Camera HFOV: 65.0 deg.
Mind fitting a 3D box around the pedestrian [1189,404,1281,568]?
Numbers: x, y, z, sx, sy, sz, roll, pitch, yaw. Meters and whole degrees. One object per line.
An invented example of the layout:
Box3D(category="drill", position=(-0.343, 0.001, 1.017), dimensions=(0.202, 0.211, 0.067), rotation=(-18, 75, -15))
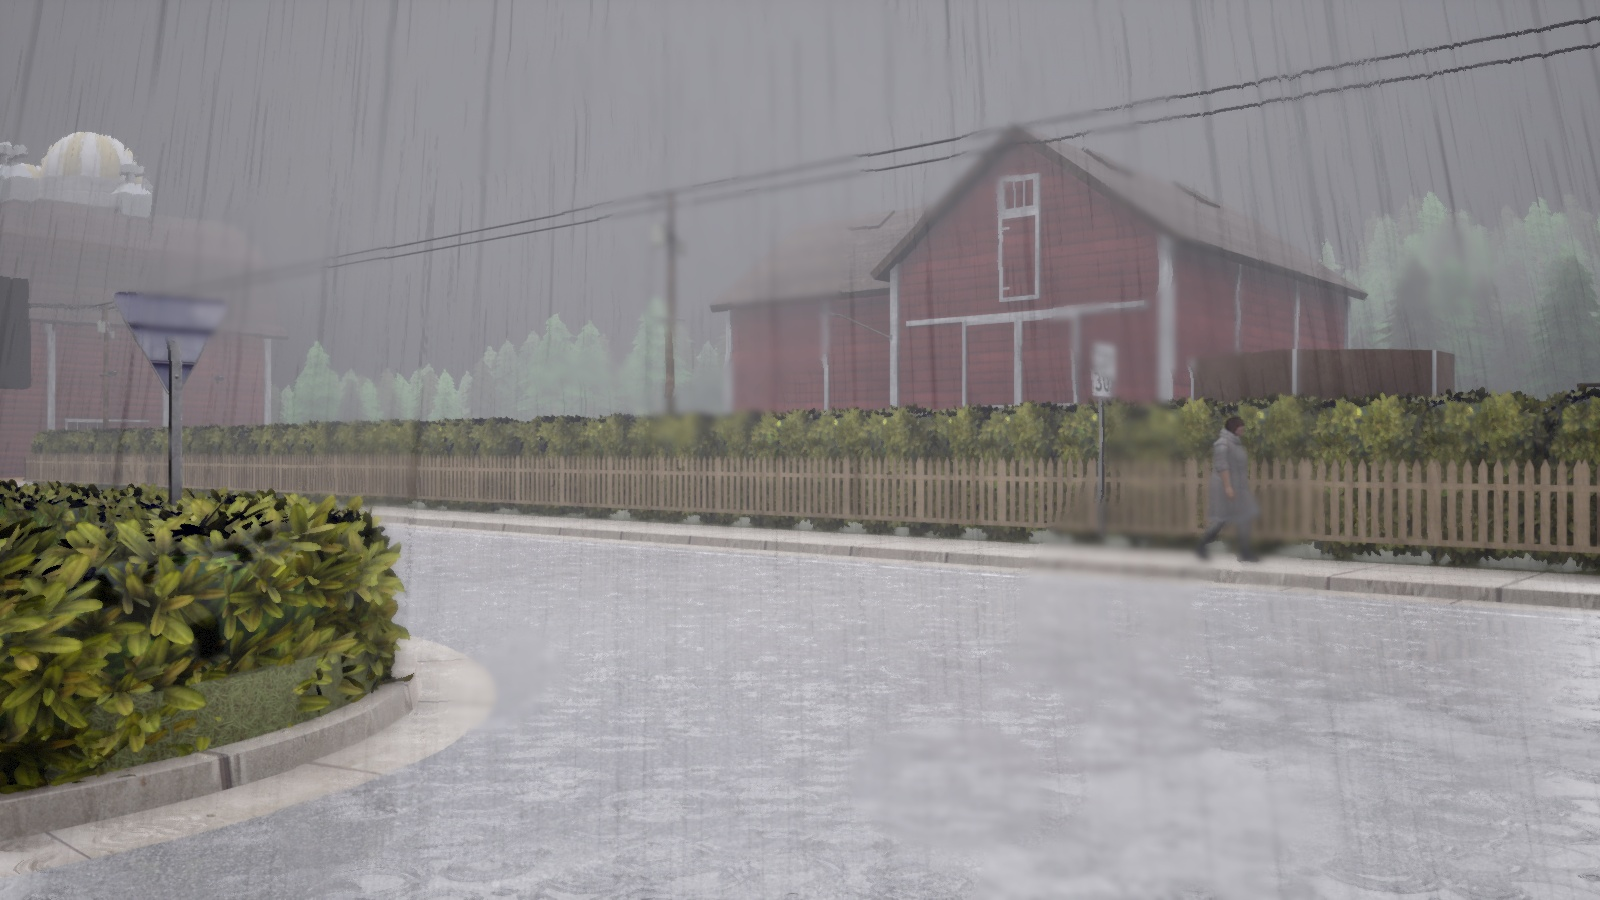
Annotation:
Box3D(category="pedestrian", position=(5.345, 0.427, 15.449), dimensions=(0.873, 1.952, 0.659), rotation=(0, 0, 43))
